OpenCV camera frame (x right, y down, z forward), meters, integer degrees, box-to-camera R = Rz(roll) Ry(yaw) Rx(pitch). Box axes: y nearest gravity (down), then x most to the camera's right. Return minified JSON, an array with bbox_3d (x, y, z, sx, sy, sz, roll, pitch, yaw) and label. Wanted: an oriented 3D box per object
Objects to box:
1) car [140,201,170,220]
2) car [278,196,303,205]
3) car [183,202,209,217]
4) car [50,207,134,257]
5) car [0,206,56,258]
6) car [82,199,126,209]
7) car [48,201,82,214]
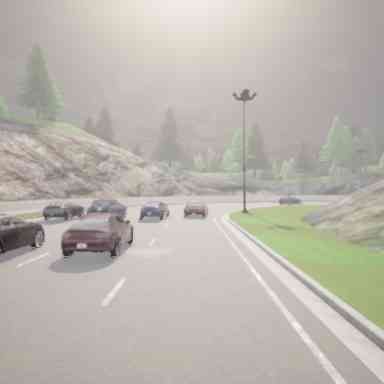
[{"bbox_3d":[-3.056,1.494,27.857,1.812,1.442,4.674,0,0,5],"label":"car"},{"bbox_3d":[16.644,1.441,56.008,4.902,1.511,2.128,1,0,-37],"label":"car"},{"bbox_3d":[0.489,1.595,30.899,1.895,1.301,4.718,0,0,8],"label":"car"},{"bbox_3d":[-3.428,1.511,12.686,1.812,1.442,4.674,0,0,0],"label":"car"},{"bbox_3d":[-6.933,1.478,11.652,2.128,1.511,4.902,0,0,0],"label":"car"},{"bbox_3d":[-6.660,1.320,26.618,2.097,1.767,4.553,0,0,4],"label":"car"},{"bbox_3d":[-10.230,1.461,26.906,2.128,1.511,4.902,0,0,2],"label":"car"}]
